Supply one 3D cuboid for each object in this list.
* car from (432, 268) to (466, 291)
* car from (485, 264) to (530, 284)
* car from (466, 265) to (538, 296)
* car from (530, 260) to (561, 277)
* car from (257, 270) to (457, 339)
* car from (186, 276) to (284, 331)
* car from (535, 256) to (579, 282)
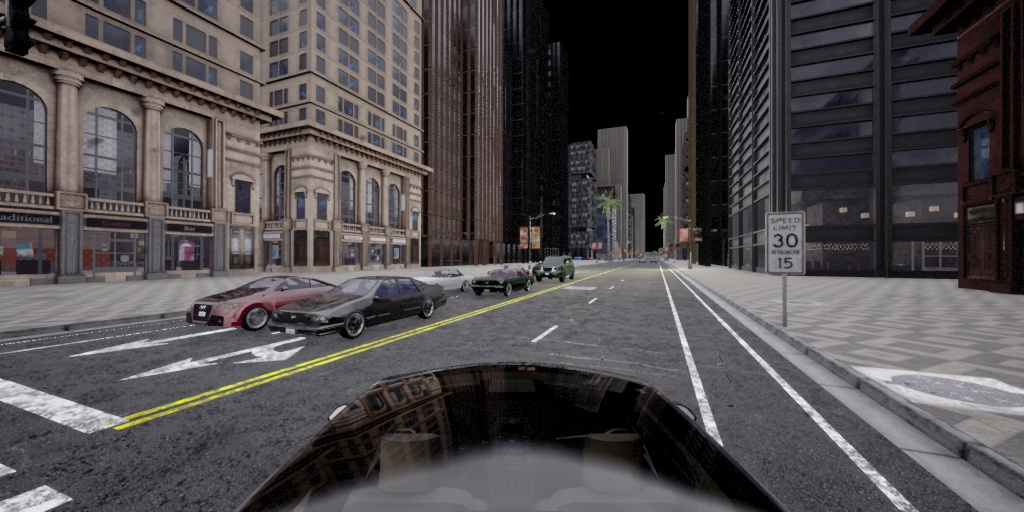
[{"bbox_3d":[-3.967,1.356,19.227,1.895,1.301,4.718,0,0,22],"label":"car"},{"bbox_3d":[-0.224,1.363,28.459,1.895,1.301,4.718,0,0,22],"label":"car"},{"bbox_3d":[-0.384,1.357,19.412,1.895,1.301,4.718,0,0,22],"label":"car"},{"bbox_3d":[3.645,1.250,37.903,1.882,1.535,5.008,0,0,23],"label":"car"},{"bbox_3d":[-3.986,1.299,10.525,2.033,1.411,5.357,0,0,22],"label":"car"},{"bbox_3d":[-7.254,1.315,11.106,1.994,1.385,4.181,0,0,22],"label":"car"},{"bbox_3d":[3.637,0.986,29.324,2.150,2.045,5.566,0,0,22],"label":"car"}]
